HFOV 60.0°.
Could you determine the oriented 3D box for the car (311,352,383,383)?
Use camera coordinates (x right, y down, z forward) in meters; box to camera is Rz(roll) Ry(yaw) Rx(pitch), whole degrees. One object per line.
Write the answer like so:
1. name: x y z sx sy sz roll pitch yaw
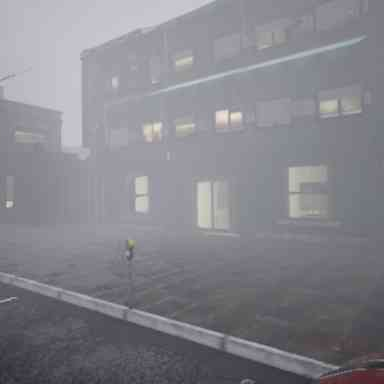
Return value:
1. car: 2.305 1.433 1.244 4.097 1.590 1.967 0 -1 36
